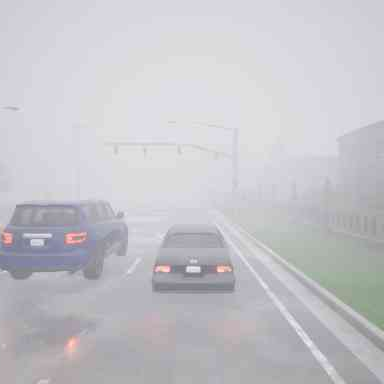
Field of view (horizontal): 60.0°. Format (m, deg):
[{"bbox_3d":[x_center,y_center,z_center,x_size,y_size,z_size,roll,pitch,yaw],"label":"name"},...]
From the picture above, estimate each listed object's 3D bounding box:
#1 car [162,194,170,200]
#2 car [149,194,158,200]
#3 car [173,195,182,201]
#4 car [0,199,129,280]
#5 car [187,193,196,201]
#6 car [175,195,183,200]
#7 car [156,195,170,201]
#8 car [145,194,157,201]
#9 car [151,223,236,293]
[{"bbox_3d":[-7.150,1.385,92.989,1.994,1.385,4.181,0,0,0],"label":"car"},{"bbox_3d":[-10.650,1.310,92.983,1.882,1.535,5.008,0,0,0],"label":"car"},{"bbox_3d":[-3.633,1.469,82.575,1.882,1.535,5.008,0,0,0],"label":"car"},{"bbox_3d":[-3.450,1.221,10.120,2.150,2.045,5.566,0,0,0],"label":"car"},{"bbox_3d":[-0.133,1.217,82.611,2.150,2.045,5.566,0,0,0],"label":"car"},{"bbox_3d":[-3.650,1.428,93.025,1.895,1.301,4.718,0,0,0],"label":"car"},{"bbox_3d":[-7.134,1.588,83.016,1.895,1.301,4.718,0,0,0],"label":"car"},{"bbox_3d":[-10.634,1.517,82.980,1.812,1.442,4.674,0,0,0],"label":"car"},{"bbox_3d":[0.043,1.547,8.964,2.033,1.411,5.357,0,0,0],"label":"car"}]
